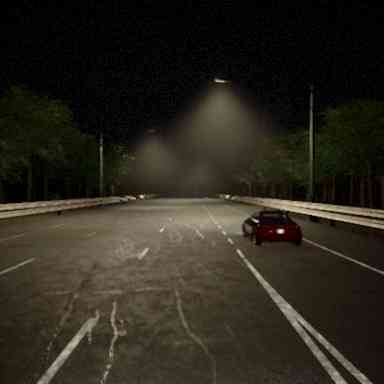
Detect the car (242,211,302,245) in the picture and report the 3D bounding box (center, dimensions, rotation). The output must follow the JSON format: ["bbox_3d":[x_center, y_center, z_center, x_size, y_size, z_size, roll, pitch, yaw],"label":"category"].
[{"bbox_3d":[3.538,1.538,15.326,1.994,1.385,4.181,0,0,0],"label":"car"}]
